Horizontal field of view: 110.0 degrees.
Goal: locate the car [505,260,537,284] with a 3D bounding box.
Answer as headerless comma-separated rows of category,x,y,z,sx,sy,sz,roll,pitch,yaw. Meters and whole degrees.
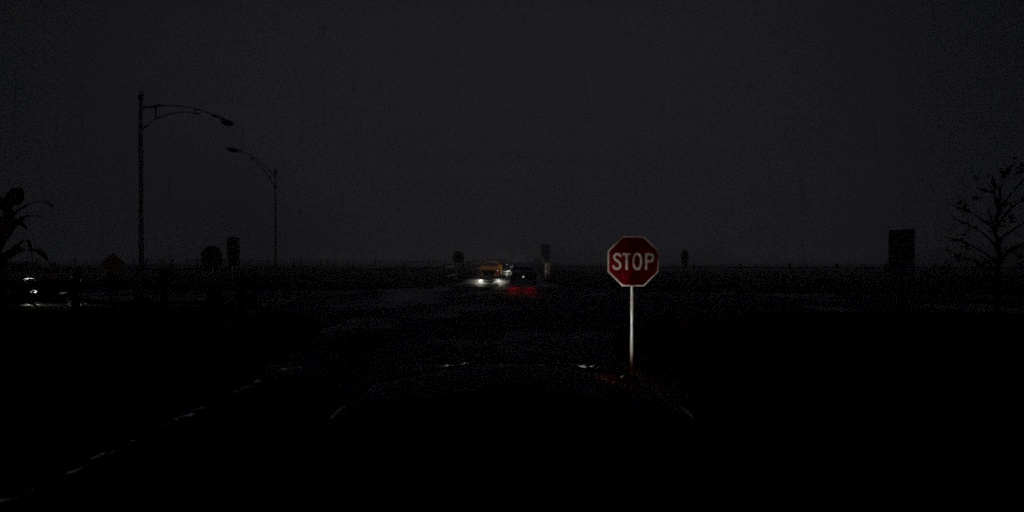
car,0.853,1.230,27.034,2.128,1.511,4.902,0,0,2

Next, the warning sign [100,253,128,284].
warning sign,-23.607,0.773,21.180,1.060,1.860,1.300,0,0,2

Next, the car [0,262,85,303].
car,-21.984,1.038,15.830,4.553,1.767,2.097,0,0,2

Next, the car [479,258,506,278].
car,-1.906,1.207,33.220,1.882,1.535,5.008,0,0,2

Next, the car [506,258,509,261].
car,-1.403,1.046,49.245,2.097,1.767,4.553,0,0,2
